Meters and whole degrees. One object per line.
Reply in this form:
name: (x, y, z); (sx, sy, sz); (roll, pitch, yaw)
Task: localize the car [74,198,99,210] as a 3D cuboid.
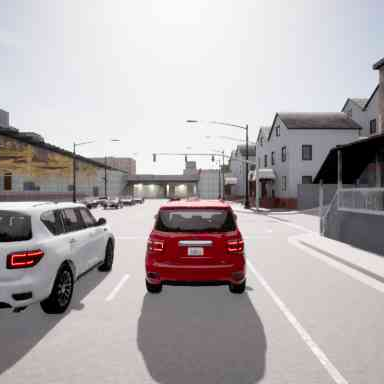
car: (-13.995, 1.564, 44.207); (1.994, 1.385, 4.181); (0, 0, 0)

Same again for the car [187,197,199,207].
car: (0.210, 1.525, 52.175); (1.812, 1.442, 4.674); (0, 0, 0)

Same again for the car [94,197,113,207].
car: (-13.964, 1.526, 52.948); (1.812, 1.442, 4.674); (0, 0, 0)

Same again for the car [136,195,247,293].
car: (0.099, 1.221, 9.007); (2.150, 2.045, 5.566); (0, 0, 1)

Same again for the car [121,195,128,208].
car: (-10.494, 1.491, 44.619); (2.128, 1.511, 4.902); (0, 0, 0)

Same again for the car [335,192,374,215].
car: (14.901, 0.850, 28.716); (5.357, 1.411, 2.033); (-16, 0, -1)

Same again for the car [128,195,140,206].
car: (-10.463, 1.547, 54.368); (2.033, 1.411, 5.357); (0, 0, 0)

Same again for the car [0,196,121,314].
car: (-3.409, 1.221, 7.745); (2.150, 2.045, 5.566); (0, 0, 1)

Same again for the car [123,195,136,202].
car: (-13.826, 1.493, 73.717); (1.837, 1.490, 4.892); (0, 0, 0)

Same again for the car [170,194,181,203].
car: (-3.337, 1.352, 69.139); (2.097, 1.767, 4.553); (0, 0, 0)

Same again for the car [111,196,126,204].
car: (-13.897, 1.505, 63.303); (1.837, 1.490, 4.892); (0, 0, 0)

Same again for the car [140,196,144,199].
car: (-10.384, 1.547, 64.657); (2.033, 1.411, 5.357); (0, 0, 0)
